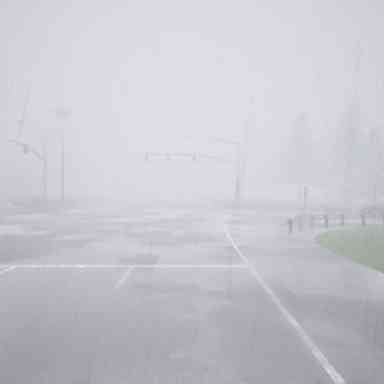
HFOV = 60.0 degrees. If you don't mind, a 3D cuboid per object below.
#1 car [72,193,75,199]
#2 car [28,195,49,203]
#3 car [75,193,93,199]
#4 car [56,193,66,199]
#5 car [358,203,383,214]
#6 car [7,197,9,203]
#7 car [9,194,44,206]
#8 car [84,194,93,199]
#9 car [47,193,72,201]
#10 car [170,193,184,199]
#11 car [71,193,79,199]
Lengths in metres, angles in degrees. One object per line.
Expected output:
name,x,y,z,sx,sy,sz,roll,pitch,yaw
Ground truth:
car,-24.585,1.314,65.186,1.895,1.301,4.718,0,0,0
car,-28.102,1.301,61.117,1.994,1.385,4.181,0,0,0
car,-21.090,1.216,66.357,1.837,1.490,4.892,0,0,0
car,-34.901,1.028,88.773,2.033,1.411,5.357,0,0,-18
car,17.374,1.378,29.274,4.902,1.511,2.128,0,0,8
car,-31.592,1.093,60.445,2.097,1.767,4.553,0,0,0
car,-24.656,1.338,49.906,2.033,1.411,5.357,0,0,0
car,-27.561,1.161,88.864,1.994,1.385,4.181,0,0,-14
car,-21.157,1.303,52.742,1.812,1.442,4.674,0,0,0
car,-3.891,0.934,95.131,2.097,1.767,4.553,0,0,-18
car,-31.595,1.099,89.931,1.837,1.490,4.892,0,0,-18
